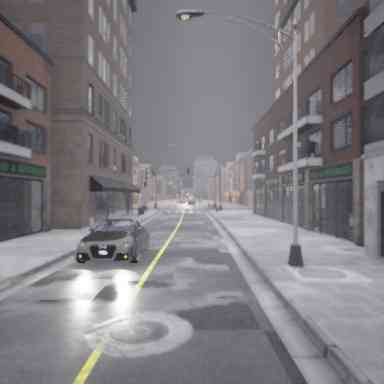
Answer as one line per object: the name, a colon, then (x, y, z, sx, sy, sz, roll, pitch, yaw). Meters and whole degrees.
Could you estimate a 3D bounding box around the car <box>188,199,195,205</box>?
car: (-0.130, 2.457, 84.619, 1.752, 1.417, 4.829, 0, -1, -1)

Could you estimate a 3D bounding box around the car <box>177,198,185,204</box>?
car: (-2.825, 2.332, 89.510, 2.097, 1.767, 4.553, 0, -1, -1)

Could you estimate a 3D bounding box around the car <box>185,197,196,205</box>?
car: (-0.058, 2.434, 78.844, 1.947, 1.339, 4.313, 0, -1, -1)

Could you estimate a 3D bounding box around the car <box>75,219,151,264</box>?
car: (-2.723, 1.699, 12.253, 1.994, 1.385, 4.181, 0, -1, 1)
